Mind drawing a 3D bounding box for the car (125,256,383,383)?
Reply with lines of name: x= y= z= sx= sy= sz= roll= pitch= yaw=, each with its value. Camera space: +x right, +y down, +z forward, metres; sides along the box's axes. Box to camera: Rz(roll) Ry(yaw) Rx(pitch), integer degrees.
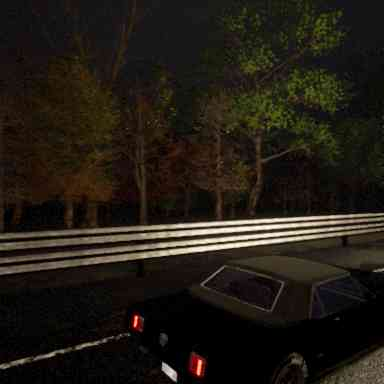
car: x=1.567 y=1.644 z=4.851 sx=4.718 sy=1.301 sz=1.895 roll=1 pitch=0 yaw=-35
